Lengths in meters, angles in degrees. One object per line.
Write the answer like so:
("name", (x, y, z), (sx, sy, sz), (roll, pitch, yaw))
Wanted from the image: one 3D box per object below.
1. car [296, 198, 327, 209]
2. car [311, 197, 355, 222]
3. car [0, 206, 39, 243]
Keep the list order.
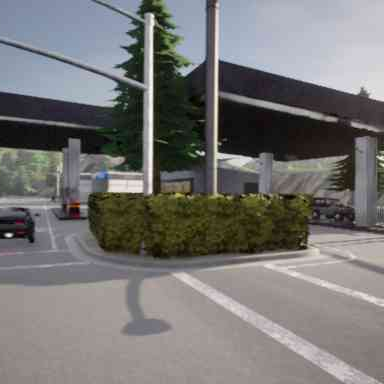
("car", (17.611, 1.637, 49.180), (1.994, 1.385, 4.181), (0, 0, -24))
("car", (11.474, 1.391, 27.154), (1.905, 1.878, 3.866), (0, 0, -25))
("car", (-8.208, 1.427, 15.319), (1.837, 1.490, 4.892), (0, 0, -24))
